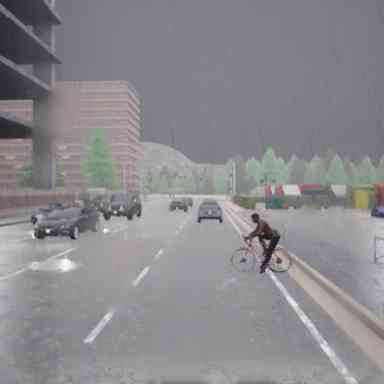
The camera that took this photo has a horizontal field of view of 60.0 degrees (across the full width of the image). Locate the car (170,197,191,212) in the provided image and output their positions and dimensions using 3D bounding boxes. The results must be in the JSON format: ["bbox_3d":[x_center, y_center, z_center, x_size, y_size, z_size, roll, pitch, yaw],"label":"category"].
[{"bbox_3d":[-1.447,1.476,38.085,1.837,1.490,4.892,0,0,3],"label":"car"}]

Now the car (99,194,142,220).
[{"bbox_3d":[-5.675,1.199,27.904,2.150,2.045,5.566,0,0,3],"label":"car"}]

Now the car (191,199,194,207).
[{"bbox_3d":[-0.820,1.453,49.804,2.128,1.511,4.902,0,0,3],"label":"car"}]

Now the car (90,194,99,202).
[{"bbox_3d":[-8.824,1.194,34.031,2.150,2.045,5.566,0,0,3],"label":"car"}]

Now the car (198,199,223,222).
[{"bbox_3d":[1.406,1.527,25.906,2.033,1.411,5.357,0,0,3],"label":"car"}]

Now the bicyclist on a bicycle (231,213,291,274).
[{"bbox_3d":[1.884,1.412,9.069,1.656,1.620,0.582,0,0,3],"label":"bicyclist on a bicycle"}]

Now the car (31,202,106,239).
[{"bbox_3d":[-6.267,1.491,17.181,1.837,1.490,4.892,0,0,3],"label":"car"}]

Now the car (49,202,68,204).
[{"bbox_3d":[-9.429,1.472,23.466,2.128,1.511,4.902,0,0,3],"label":"car"}]
